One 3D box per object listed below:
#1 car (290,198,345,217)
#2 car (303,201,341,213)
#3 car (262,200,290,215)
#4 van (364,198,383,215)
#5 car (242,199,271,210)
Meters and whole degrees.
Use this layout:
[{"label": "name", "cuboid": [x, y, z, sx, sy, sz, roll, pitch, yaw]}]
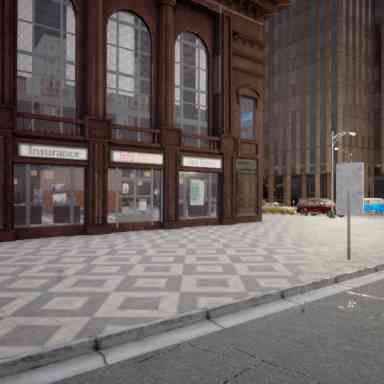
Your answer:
[{"label": "car", "cuboid": [12.650, 1.522, 32.654, 2.192, 1.841, 5.009, 0, 0, -35]}, {"label": "car", "cuboid": [16.372, 1.897, 42.170, 1.802, 1.307, 4.206, -1, 0, -35]}, {"label": "car", "cuboid": [9.508, 1.798, 37.109, 1.752, 1.417, 4.829, 0, 0, -35]}, {"label": "van", "cuboid": [19.611, 1.588, 37.575, 1.690, 1.788, 3.998, -1, 0, -35]}, {"label": "car", "cuboid": [9.886, 1.891, 51.361, 1.967, 1.590, 4.097, -1, 0, -35]}]
